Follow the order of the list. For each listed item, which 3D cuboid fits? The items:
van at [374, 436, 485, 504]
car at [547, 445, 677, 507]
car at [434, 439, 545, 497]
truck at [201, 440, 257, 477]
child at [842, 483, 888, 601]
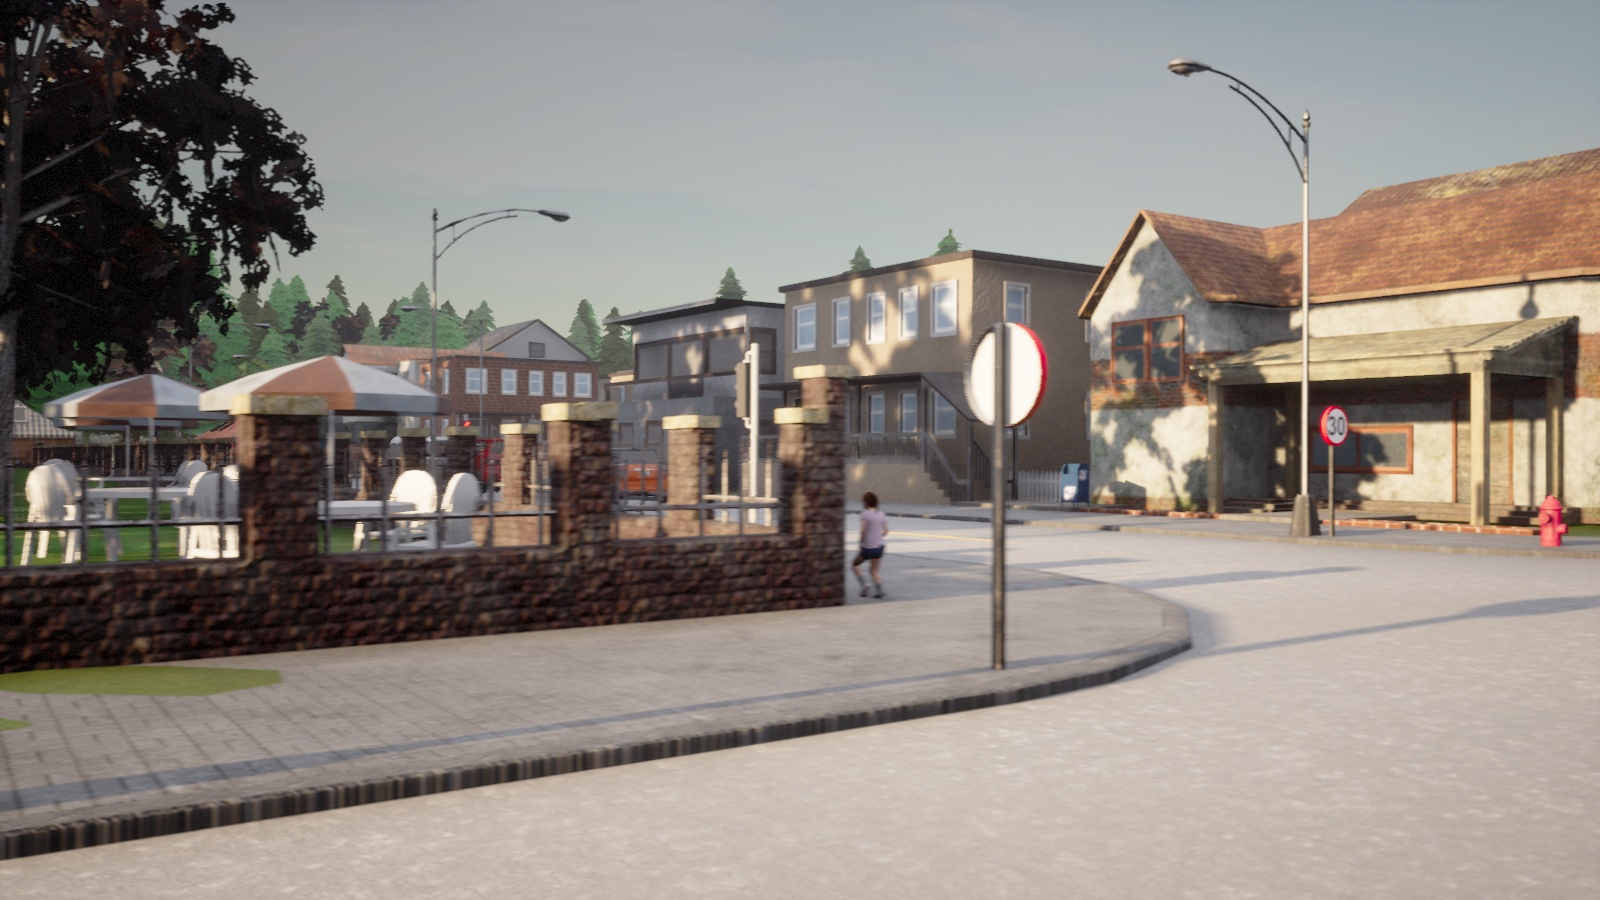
[{"bbox_3d":[-11.830,0.615,39.910,2.069,2.038,4.480,0,0,-35],"label":"van"},{"bbox_3d":[-5.778,0.741,38.217,2.097,1.767,4.553,0,0,-35],"label":"car"},{"bbox_3d":[-11.577,0.634,46.552,2.150,2.045,5.566,0,0,-35],"label":"car"},{"bbox_3d":[-39.326,0.585,86.430,2.627,2.467,5.204,0,0,-35],"label":"truck"},{"bbox_3d":[0.628,0.876,12.151,0.255,1.110,0.394,0,0,-33],"label":"child"}]
